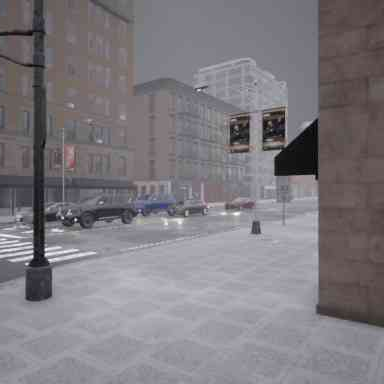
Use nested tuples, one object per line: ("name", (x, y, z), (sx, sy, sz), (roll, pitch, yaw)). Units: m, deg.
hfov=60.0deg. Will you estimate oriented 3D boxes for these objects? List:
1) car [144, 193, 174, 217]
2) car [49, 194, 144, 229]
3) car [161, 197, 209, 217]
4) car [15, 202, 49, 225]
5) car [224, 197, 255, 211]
("car", (-3.735, 1.131, 30.771), (2.150, 2.045, 5.566), (0, 0, 35))
("car", (-6.045, 1.161, 21.888), (2.150, 2.045, 5.566), (0, 0, 35))
("car", (-0.312, 1.402, 29.983), (1.837, 1.490, 4.892), (0, 0, 35))
("car", (-9.430, 1.442, 22.733), (2.128, 1.511, 4.902), (0, 0, 35))
("car", (5.531, 1.332, 38.212), (1.882, 1.535, 5.008), (0, 0, 35))
